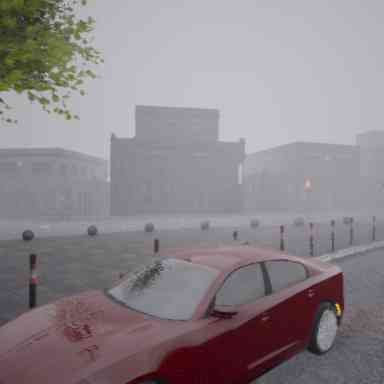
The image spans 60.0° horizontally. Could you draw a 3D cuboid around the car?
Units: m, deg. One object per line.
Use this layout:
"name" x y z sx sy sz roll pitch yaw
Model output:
"car" 0.186 1.481 4.345 5.008 1.535 1.882 1 0 -42
